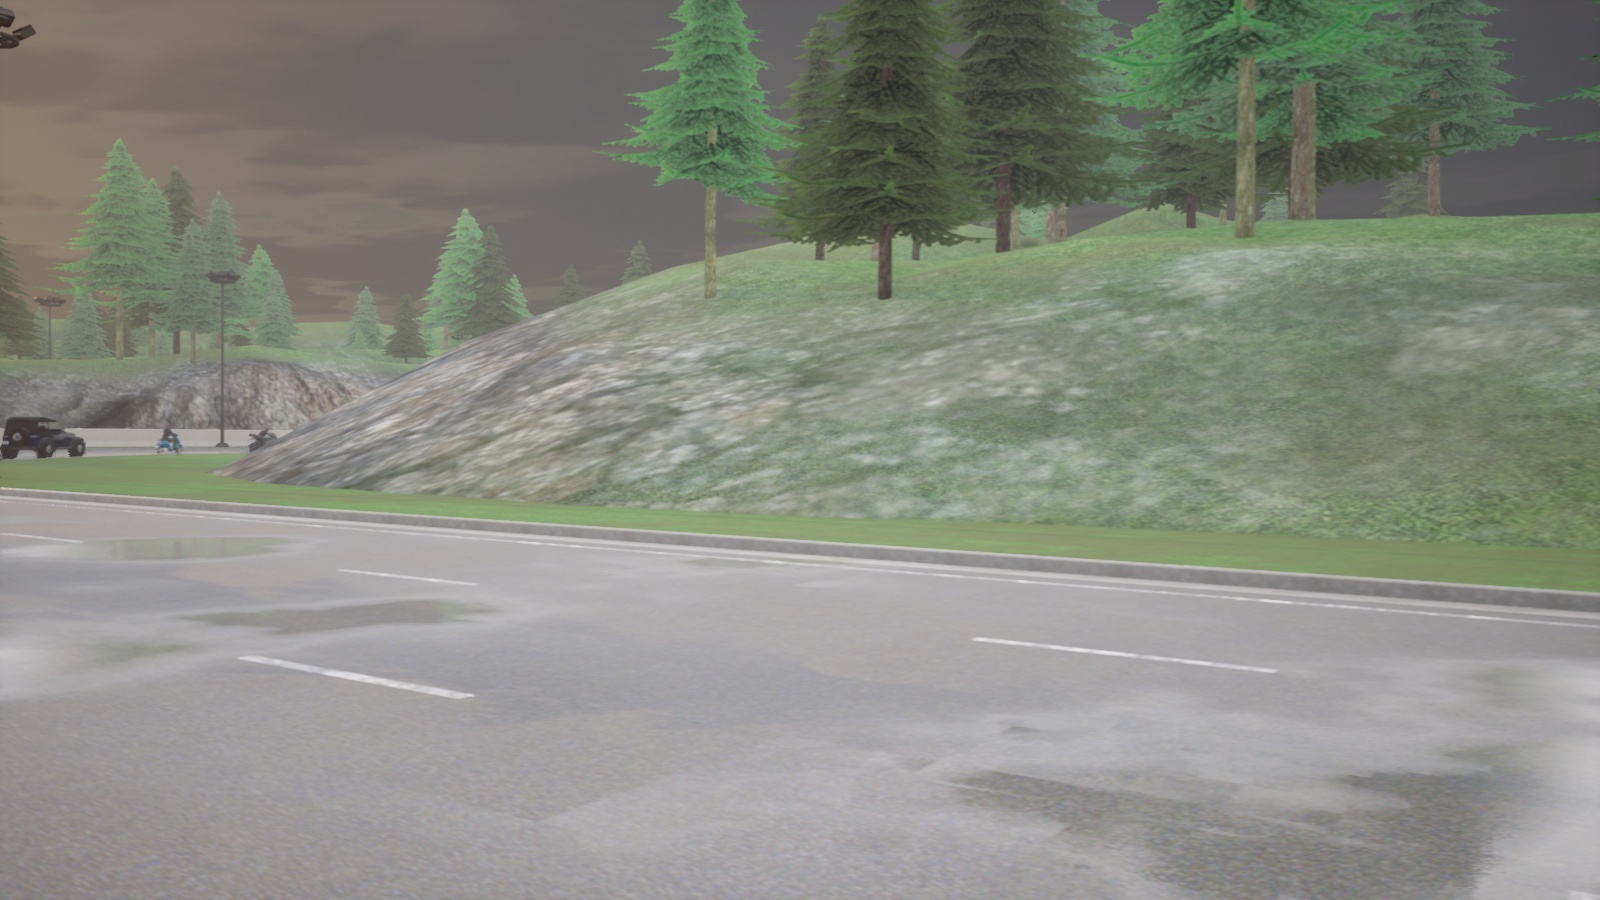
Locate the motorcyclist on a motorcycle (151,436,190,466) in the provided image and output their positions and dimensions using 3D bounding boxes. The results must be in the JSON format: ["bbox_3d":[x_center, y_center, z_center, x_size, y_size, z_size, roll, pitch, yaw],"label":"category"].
[{"bbox_3d":[-34.810,0.052,69.443,0.866,1.590,1.817,1,1,20],"label":"motorcyclist on a motorcycle"}]

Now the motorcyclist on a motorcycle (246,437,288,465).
[{"bbox_3d":[-30.322,0.066,71.422,0.866,1.530,2.191,1,1,25],"label":"motorcyclist on a motorcycle"}]

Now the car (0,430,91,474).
[{"bbox_3d":[-33.900,0.066,56.305,1.905,1.878,3.866,-1,1,1],"label":"car"}]
